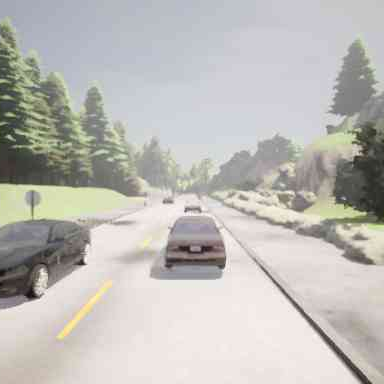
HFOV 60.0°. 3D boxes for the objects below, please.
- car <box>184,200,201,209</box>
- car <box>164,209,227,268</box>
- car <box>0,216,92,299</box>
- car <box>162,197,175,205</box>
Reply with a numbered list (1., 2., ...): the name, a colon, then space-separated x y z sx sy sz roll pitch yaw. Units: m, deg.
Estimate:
1. car: 0.090 1.523 38.080 1.895 1.301 4.718 0 0 0
2. car: 0.104 1.524 11.210 2.033 1.411 5.357 0 0 0
3. car: -4.102 1.461 8.618 1.882 1.535 5.008 0 0 0
4. car: -4.057 1.485 57.366 1.895 1.301 4.718 0 0 1
